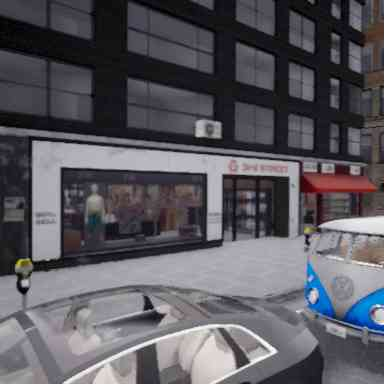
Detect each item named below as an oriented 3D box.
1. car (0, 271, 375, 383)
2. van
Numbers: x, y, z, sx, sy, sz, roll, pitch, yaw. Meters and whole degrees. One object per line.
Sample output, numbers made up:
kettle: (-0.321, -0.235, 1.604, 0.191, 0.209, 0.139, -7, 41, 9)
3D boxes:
car: (-0.809, 1.517, 2.344, 4.403, 1.369, 2.008, 0, 1, -37)
van: (3.582, 1.302, 5.658, 3.998, 1.788, 1.690, 0, 1, -37)
